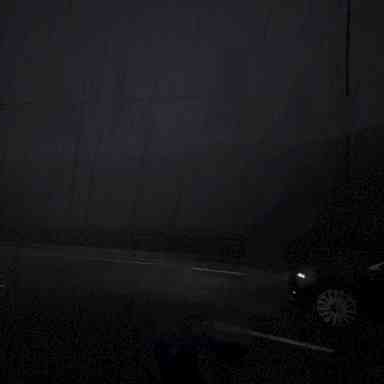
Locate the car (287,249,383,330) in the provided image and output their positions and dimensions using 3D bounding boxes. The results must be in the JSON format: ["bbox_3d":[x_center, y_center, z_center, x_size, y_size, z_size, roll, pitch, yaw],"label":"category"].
[{"bbox_3d":[4.032,1.460,5.235,4.902,1.511,2.128,0,0,35],"label":"car"}]
